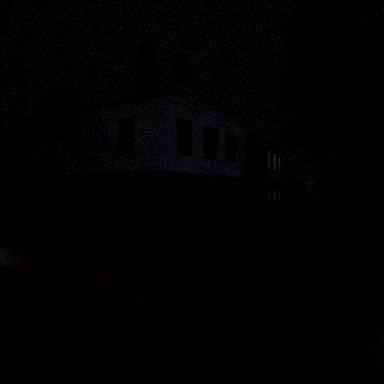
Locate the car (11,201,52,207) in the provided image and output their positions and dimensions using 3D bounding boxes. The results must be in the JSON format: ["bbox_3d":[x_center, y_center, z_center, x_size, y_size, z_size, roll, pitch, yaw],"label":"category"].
[{"bbox_3d":[-14.643,1.528,29.135,2.033,1.411,5.357,0,0,29],"label":"car"}]
